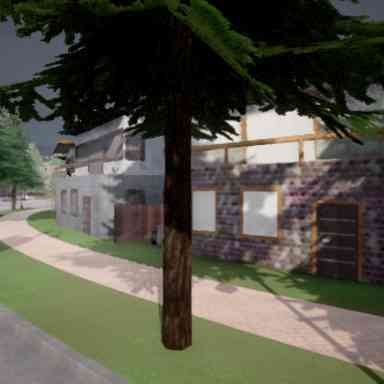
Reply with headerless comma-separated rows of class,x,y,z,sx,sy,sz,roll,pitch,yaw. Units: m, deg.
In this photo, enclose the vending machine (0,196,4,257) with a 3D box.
vending machine,-7.271,1.182,11.573,1.100,2.100,0.880,0,0,-40
